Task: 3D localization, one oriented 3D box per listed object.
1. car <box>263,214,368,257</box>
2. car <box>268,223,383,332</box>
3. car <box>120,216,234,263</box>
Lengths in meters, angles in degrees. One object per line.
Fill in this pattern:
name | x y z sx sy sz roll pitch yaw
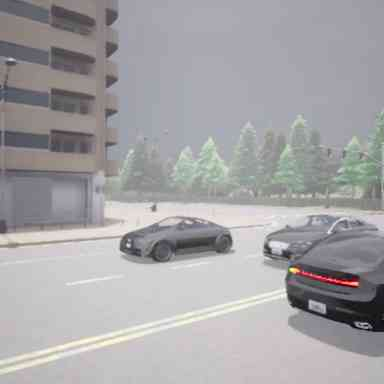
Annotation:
car | 4.539 1.531 11.402 4.902 1.511 2.128 0 0 -35
car | 3.907 1.532 6.537 4.892 1.490 1.837 0 0 -35
car | -0.478 1.590 12.178 4.181 1.385 1.994 0 0 -36
